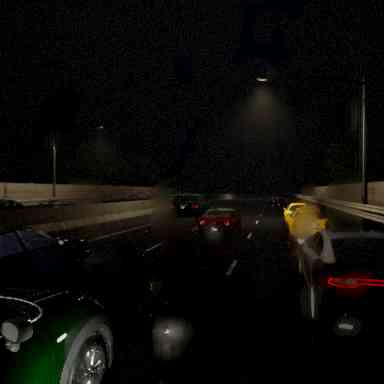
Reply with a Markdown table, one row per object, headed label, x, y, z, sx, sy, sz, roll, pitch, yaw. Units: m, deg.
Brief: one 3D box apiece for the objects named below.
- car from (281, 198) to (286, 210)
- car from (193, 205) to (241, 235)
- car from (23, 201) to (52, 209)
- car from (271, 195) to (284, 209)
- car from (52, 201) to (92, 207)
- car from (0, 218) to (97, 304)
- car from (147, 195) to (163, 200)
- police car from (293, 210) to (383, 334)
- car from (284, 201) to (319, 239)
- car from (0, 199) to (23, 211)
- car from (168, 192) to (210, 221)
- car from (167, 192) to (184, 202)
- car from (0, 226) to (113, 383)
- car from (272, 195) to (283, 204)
| label | x | y | z | sx | sy | sz | roll | pitch | yaw |
| --- | --- | --- | --- | --- | --- | --- | --- | --- | --- |
| car | 7.223 | 1.422 | 22.613 | 1.801 | 1.575 | 5.366 | 0 | 0 | 14 |
| car | 1.673 | 1.583 | 18.714 | 1.895 | 1.301 | 4.718 | 0 | 0 | 14 |
| car | -13.385 | 1.511 | 31.540 | 1.994 | 1.385 | 4.181 | 0 | 0 | 14 |
| car | 11.310 | 1.335 | 43.400 | 2.128 | 1.511 | 4.902 | 0 | 0 | 14 |
| car | -10.177 | 1.515 | 29.937 | 1.994 | 1.385 | 4.181 | 0 | 0 | 14 |
| car | -4.587 | 1.545 | 7.991 | 2.033 | 1.411 | 5.357 | 0 | 0 | 14 |
| car | -7.626 | 1.244 | 68.922 | 2.033 | 1.411 | 5.357 | 0 | 0 | 14 |
| police car | 3.357 | 1.425 | 7.006 | 1.930 | 1.638 | 5.238 | 0 | 0 | 14 |
| car | 5.781 | 1.441 | 16.790 | 1.801 | 1.575 | 5.366 | 0 | 0 | 14 |
| car | -17.383 | 1.462 | 29.960 | 1.837 | 1.490 | 4.892 | 0 | 0 | 14 |
| car | 0.000 | 1.181 | 26.511 | 2.150 | 2.045 | 5.566 | 0 | 1 | 14 |
| car | -3.483 | 0.920 | 71.093 | 2.150 | 2.045 | 5.566 | 0 | 0 | 14 |
| car | -2.380 | 1.352 | 2.351 | 2.097 | 1.767 | 4.553 | 0 | 0 | 14 |
| car | 14.656 | 1.245 | 56.979 | 1.837 | 1.490 | 4.892 | 0 | 0 | 14 |
